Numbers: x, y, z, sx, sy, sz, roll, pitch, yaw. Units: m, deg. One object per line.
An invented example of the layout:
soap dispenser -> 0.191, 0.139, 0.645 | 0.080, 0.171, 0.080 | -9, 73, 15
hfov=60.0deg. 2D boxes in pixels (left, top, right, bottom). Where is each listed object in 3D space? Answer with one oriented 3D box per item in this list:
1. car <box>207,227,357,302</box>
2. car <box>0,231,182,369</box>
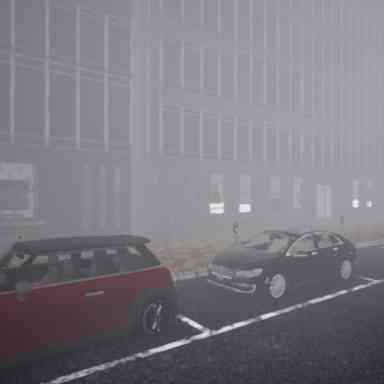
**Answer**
car -> 2.378, 1.579, 8.257 | 4.403, 1.369, 2.008 | 0, 0, -36
car -> -2.255, 1.444, 4.952 | 4.097, 1.590, 1.967 | 0, 0, -36
